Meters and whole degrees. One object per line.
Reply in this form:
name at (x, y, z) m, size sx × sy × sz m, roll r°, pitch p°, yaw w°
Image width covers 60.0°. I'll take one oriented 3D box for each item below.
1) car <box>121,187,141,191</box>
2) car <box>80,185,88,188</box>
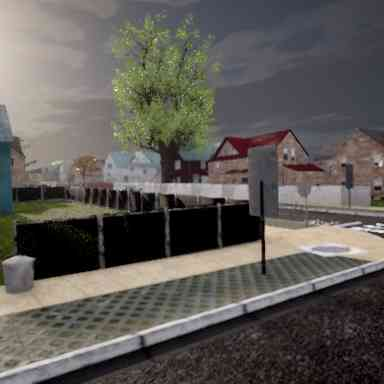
car at (-6.585, 0.160, 36.284) m, size 1.994 × 1.385 × 4.181 m, roll -2°, pitch 3°, yaw -34°
car at (-15.397, -0.733, 49.169) m, size 2.128 × 1.511 × 4.902 m, roll -2°, pitch 3°, yaw -35°
